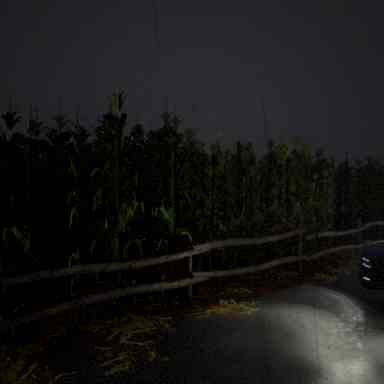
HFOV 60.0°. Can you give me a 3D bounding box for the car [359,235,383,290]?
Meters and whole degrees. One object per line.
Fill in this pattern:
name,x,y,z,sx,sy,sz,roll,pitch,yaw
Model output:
car,5.961,1.477,8.083,5.008,1.535,1.882,0,0,-37
